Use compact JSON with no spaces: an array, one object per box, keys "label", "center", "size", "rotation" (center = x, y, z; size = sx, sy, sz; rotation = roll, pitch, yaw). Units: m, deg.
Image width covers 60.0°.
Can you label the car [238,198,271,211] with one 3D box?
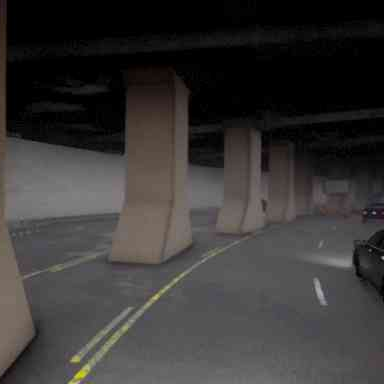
[{"label":"car","center":[7.626,1.502,40.345],"size":[1.812,1.442,4.674],"rotation":[1,0,40]}]

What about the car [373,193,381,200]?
[{"label":"car","center":[38.678,1.175,67.951],"size":[5.566,2.045,2.150],"rotation":[1,0,-39]}]

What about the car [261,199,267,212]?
[{"label":"car","center":[9.488,1.607,37.172],"size":[1.895,1.301,4.718],"rotation":[1,0,39]}]

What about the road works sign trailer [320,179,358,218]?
[{"label":"road works sign trailer","center":[13.773,0.536,31.592],"size":[2.380,3.560,2.880],"rotation":[1,0,41]}]

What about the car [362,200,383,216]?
[{"label":"car","center":[15.281,1.649,27.243],"size":[2.033,1.411,5.357],"rotation":[1,0,36]}]

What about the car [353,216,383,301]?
[{"label":"car","center":[4.893,1.541,7.307],"size":[1.837,1.490,4.892],"rotation":[0,0,15]}]
